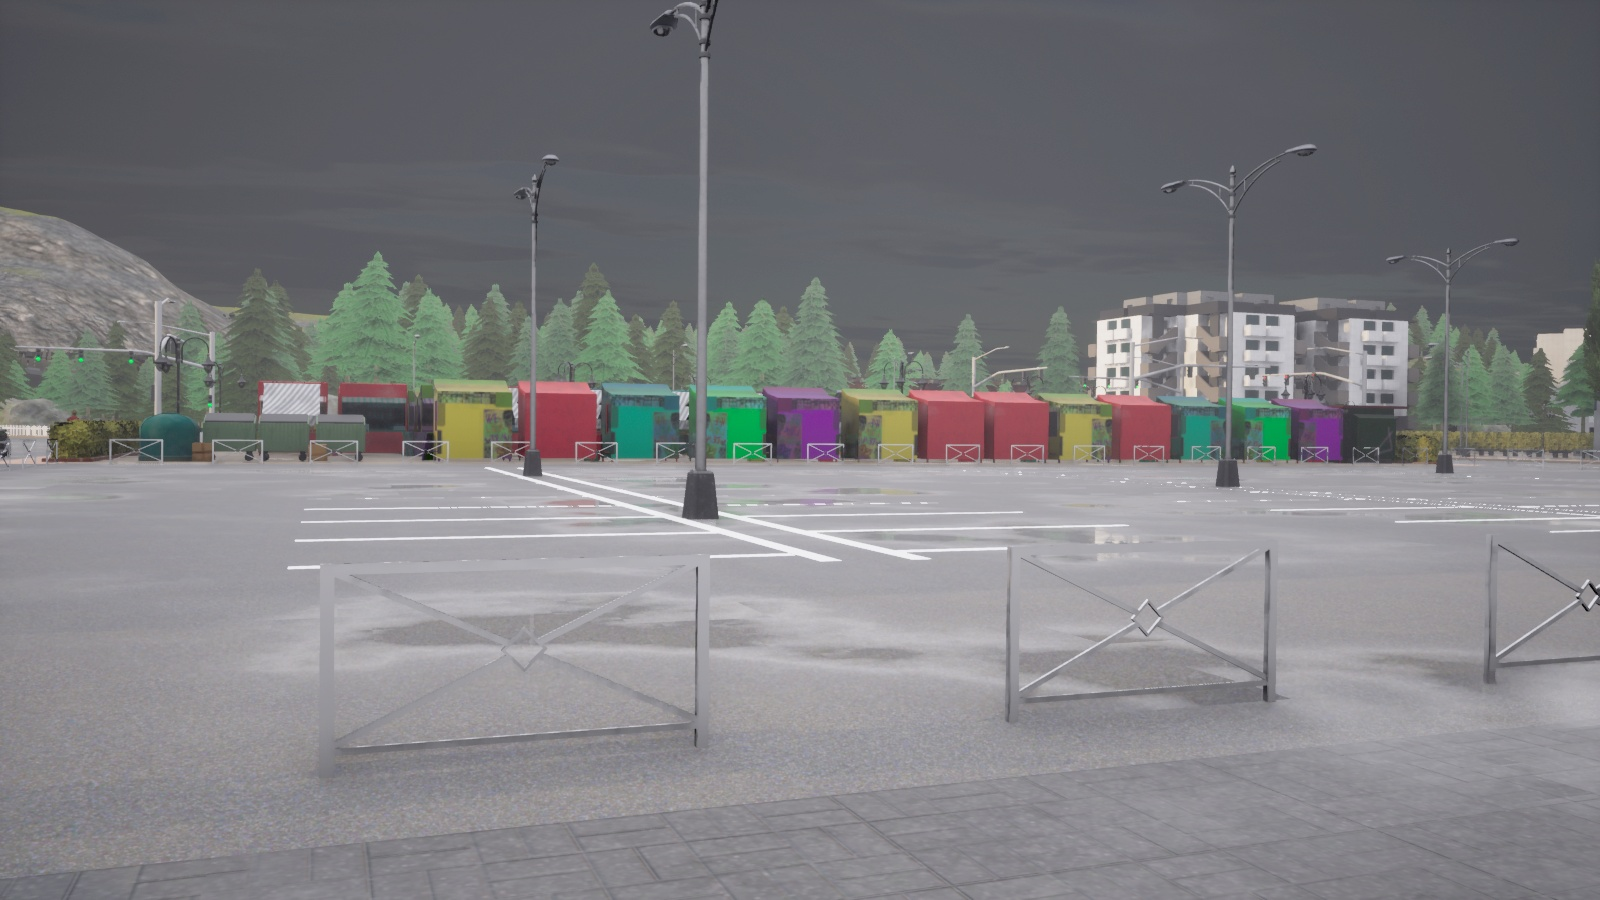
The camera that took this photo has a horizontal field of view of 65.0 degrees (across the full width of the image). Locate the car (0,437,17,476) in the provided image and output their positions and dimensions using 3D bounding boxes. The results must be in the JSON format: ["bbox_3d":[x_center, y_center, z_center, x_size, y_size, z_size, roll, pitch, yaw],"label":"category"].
[{"bbox_3d":[-32.862,0.257,50.335,1.789,1.549,3.705,-1,1,-21],"label":"car"}]
